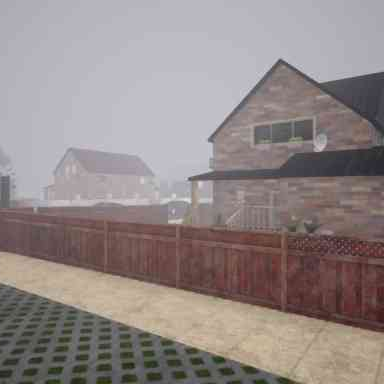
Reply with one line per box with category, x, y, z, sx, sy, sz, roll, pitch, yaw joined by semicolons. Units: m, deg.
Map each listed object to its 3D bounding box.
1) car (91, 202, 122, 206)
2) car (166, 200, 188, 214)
car;-7.890;1.636;29.665;1.837;1.490;4.892;0;0;35
car;-1.910;1.701;38.039;1.837;1.490;4.892;0;0;35
